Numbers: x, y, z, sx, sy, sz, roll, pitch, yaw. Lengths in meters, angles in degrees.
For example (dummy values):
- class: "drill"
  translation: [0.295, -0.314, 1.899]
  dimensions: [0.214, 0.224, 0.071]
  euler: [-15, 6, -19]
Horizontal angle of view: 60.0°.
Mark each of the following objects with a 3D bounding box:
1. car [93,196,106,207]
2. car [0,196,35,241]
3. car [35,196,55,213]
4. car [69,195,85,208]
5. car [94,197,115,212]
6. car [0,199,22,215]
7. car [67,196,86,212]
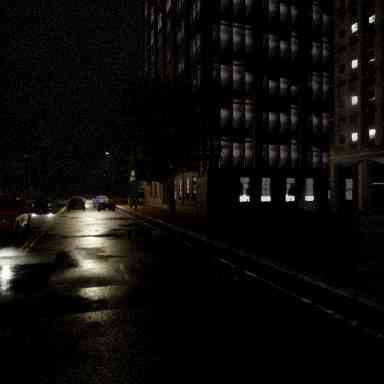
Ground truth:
- class: "car"
  translation: [-13.220, 1.350, 48.134]
  dimensions: [2.097, 1.767, 4.553]
  euler: [0, 0, -18]
- class: "car"
  translation: [-9.640, 1.223, 16.762]
  dimensions: [2.150, 2.045, 5.566]
  euler: [0, 0, -18]
- class: "car"
  translation: [-16.245, 1.351, 36.304]
  dimensions: [2.097, 1.767, 4.553]
  euler: [0, 0, -19]
- class: "car"
  translation: [-16.484, 1.350, 47.774]
  dimensions: [2.097, 1.767, 4.553]
  euler: [0, 0, -18]
- class: "car"
  translation: [-10.089, 1.600, 38.853]
  dimensions: [1.895, 1.301, 4.718]
  euler: [0, 0, -18]
- class: "car"
  translation: [-19.247, 1.525, 35.035]
  dimensions: [1.812, 1.442, 4.674]
  euler: [0, 0, -19]
- class: "car"
  translation: [-13.434, 1.477, 38.759]
  dimensions: [1.882, 1.535, 5.008]
  euler: [0, 0, -19]
